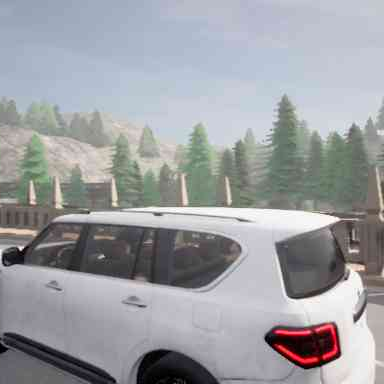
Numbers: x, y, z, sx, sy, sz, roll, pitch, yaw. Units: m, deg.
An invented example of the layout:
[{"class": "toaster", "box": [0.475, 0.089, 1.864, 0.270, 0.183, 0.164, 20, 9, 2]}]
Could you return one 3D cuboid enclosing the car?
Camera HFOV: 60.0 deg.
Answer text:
[{"class": "car", "box": [-0.802, 1.202, 4.321, 5.566, 2.045, 2.150, 0, 0, 33]}]
